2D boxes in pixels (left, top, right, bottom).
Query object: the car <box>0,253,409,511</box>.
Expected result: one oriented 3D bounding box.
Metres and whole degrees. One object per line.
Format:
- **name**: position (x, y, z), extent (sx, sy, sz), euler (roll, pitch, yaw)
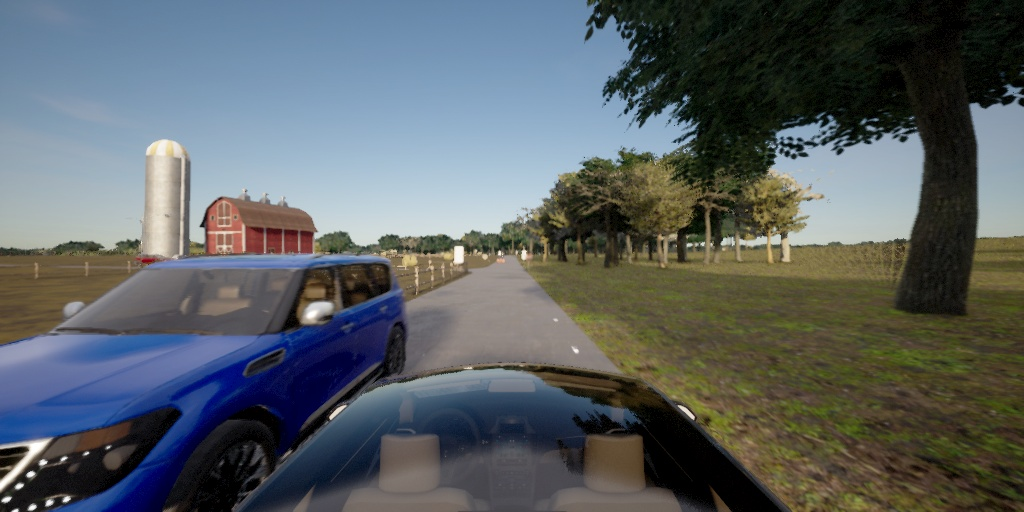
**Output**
- **car**: position (-2.850, 0.977, 4.063), extent (2.150, 2.045, 5.566), euler (0, 0, 0)
